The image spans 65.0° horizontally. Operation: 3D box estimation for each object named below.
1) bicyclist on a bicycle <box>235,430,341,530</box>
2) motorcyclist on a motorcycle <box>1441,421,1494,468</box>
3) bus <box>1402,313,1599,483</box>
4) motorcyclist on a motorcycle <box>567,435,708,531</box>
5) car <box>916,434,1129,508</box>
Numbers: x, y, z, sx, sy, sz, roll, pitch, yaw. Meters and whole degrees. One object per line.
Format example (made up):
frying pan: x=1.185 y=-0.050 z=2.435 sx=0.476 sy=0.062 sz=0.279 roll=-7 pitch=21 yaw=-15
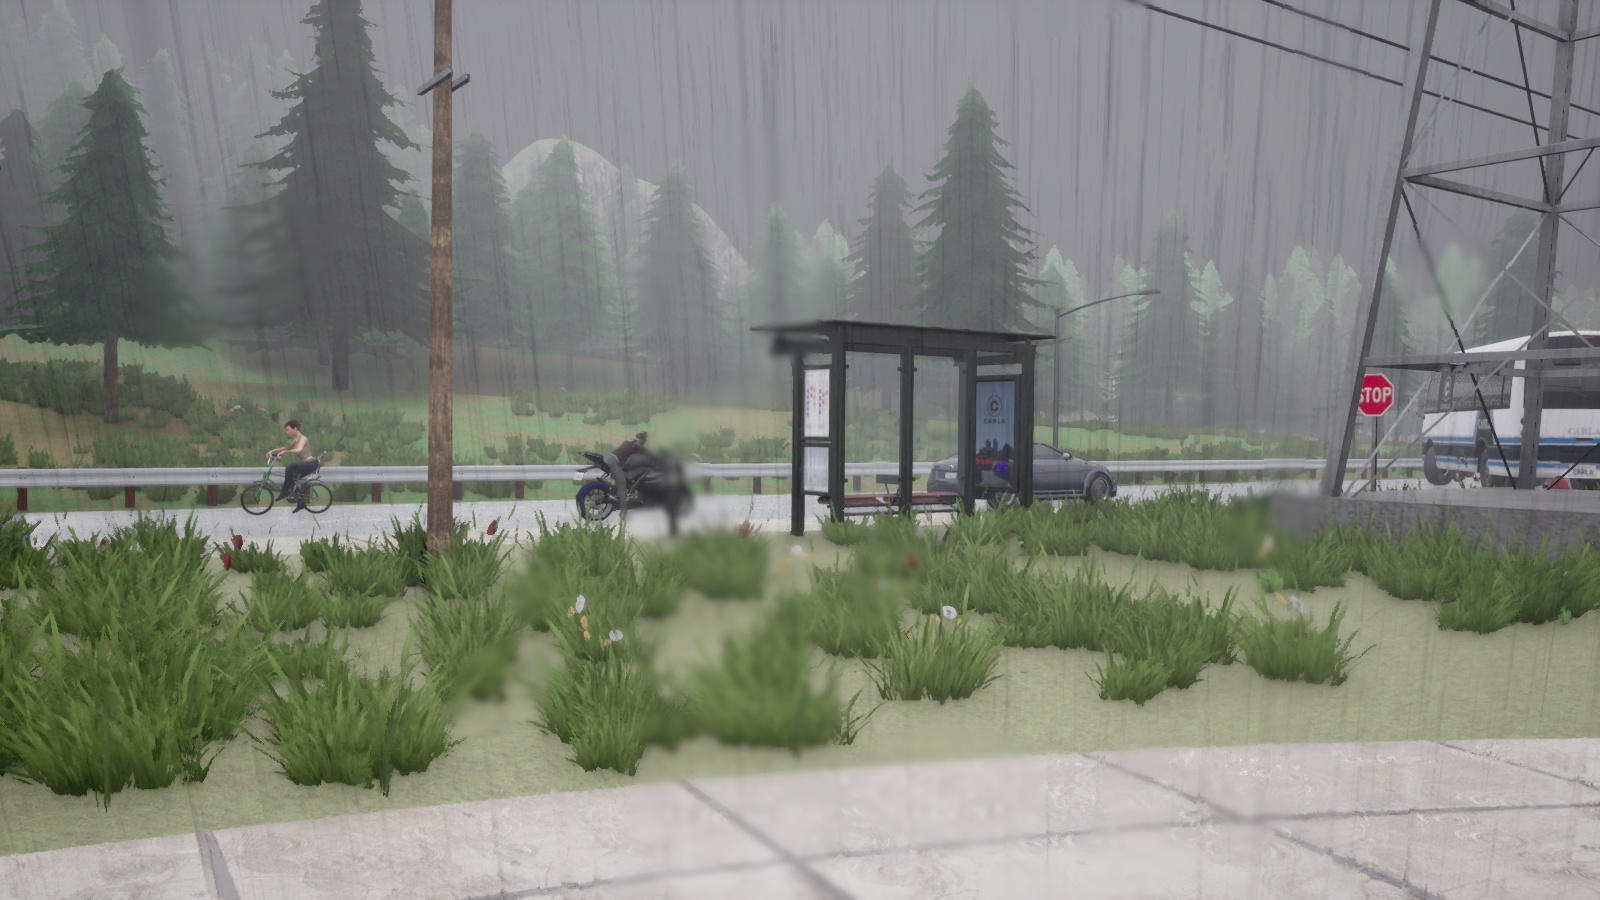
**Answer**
bicyclist on a bicycle: x=-8.697 y=0.481 z=21.338 sx=1.509 sy=1.612 sz=0.866 roll=-1 pitch=1 yaw=-34
motorcyclist on a motorcycle: x=22.955 y=-0.199 z=43.160 sx=1.817 sy=1.590 sz=0.866 roll=-1 pitch=1 yaw=-35
bus: x=20.869 y=-1.400 z=36.621 sx=3.944 sy=4.253 sz=10.273 roll=0 pitch=1 yaw=14
motorcyclist on a motorcycle: x=-2.729 y=0.518 z=21.208 sx=2.191 sy=1.530 sz=0.866 roll=-1 pitch=1 yaw=-35
car: x=4.695 y=0.383 z=26.325 sx=4.181 sy=1.385 sz=1.994 roll=-1 pitch=1 yaw=-34
